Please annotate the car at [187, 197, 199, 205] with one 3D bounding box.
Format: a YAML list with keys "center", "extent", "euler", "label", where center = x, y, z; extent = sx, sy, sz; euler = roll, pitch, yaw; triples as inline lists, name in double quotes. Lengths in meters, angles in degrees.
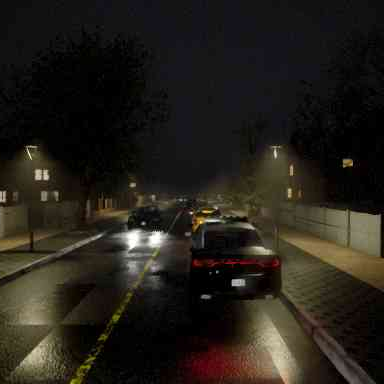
- center: [0.130, 1.536, 58.446]
  extent: [2.033, 1.411, 5.357]
  euler: [0, 0, 0]
  label: "car"

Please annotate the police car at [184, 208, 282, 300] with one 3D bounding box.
- center: [0.842, 1.427, 8.567]
  extent: [1.930, 1.638, 5.238]
  euler: [0, 0, 0]
  label: "police car"

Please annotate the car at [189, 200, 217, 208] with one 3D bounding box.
- center: [0.865, 1.458, 18.650]
  extent: [1.801, 1.575, 5.366]
  euler: [0, 0, 0]
  label: "car"

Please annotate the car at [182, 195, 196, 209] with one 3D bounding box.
- center: [0.120, 1.489, 45.090]
  extent: [2.128, 1.511, 4.902]
  euler: [0, 0, 1]
  label: "car"

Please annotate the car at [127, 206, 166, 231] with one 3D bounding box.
- center: [-2.706, 1.567, 20.491]
  extent: [1.994, 1.385, 4.181]
  euler: [0, 0, 0]
  label: "car"

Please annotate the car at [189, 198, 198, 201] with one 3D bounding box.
- center: [0.878, 1.459, 24.650]
  extent: [1.801, 1.575, 5.366]
  euler: [0, 0, 0]
  label: "car"
